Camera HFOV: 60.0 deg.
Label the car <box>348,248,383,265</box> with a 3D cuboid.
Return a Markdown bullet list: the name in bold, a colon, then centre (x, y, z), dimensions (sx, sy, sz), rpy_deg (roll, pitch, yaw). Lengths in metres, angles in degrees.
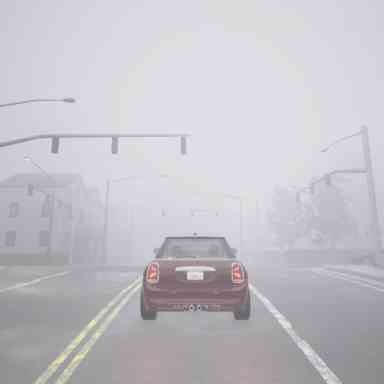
- **car**: centre (16.229, 5.692, 29.052), dimensions (4.892, 1.490, 1.837), rpy_deg (0, -12, 1)

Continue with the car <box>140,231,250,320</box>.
- **car**: centre (0.079, 1.790, 8.228), dimensions (2.097, 1.767, 4.553), rpy_deg (0, -6, 0)
